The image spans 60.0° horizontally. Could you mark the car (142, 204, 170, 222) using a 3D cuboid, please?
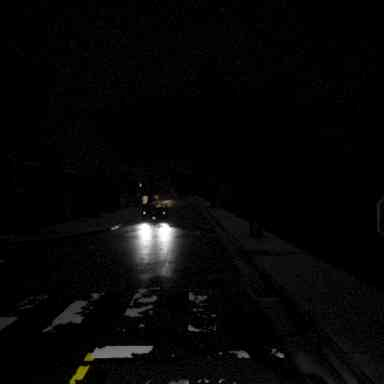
[{"bbox_3d":[-2.790,1.616,26.628,1.895,1.301,4.718,0,0,0],"label":"car"}]
